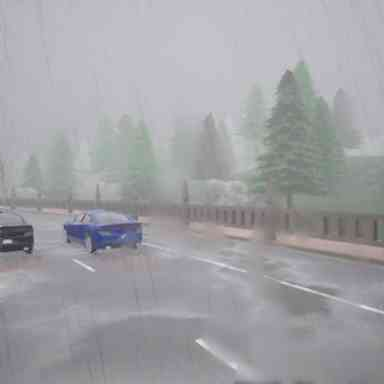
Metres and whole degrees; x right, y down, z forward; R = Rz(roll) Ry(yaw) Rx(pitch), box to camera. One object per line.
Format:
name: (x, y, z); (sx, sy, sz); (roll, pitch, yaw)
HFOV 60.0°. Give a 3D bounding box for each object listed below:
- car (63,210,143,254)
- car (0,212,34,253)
car: (-3.862, 1.485, 13.828); (1.882, 1.535, 5.008); (0, 0, -37)
car: (-7.593, 1.497, 12.961); (1.882, 1.535, 5.008); (0, 0, -37)
